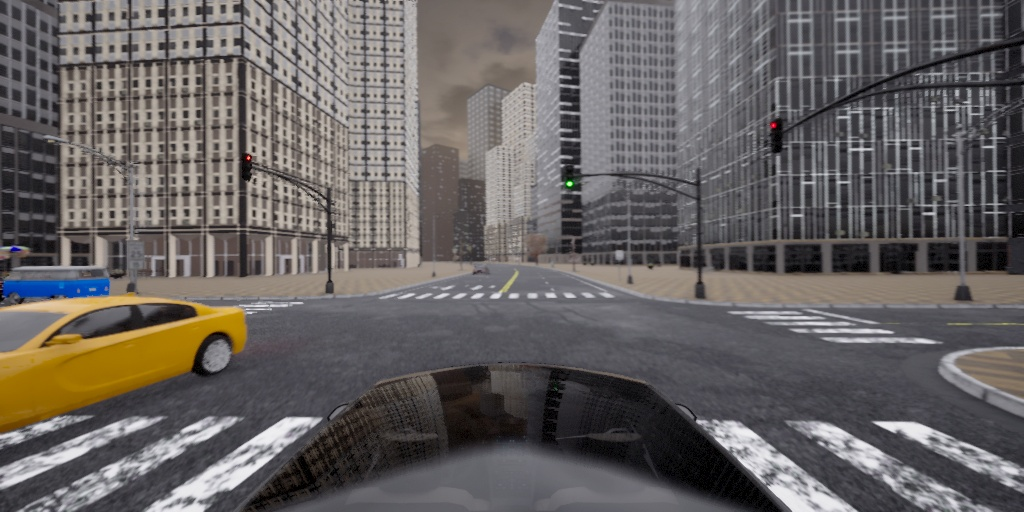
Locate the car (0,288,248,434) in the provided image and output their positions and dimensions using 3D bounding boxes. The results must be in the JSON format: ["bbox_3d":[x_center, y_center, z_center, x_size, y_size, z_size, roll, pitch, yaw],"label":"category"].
[{"bbox_3d":[-6.275,1.351,5.032,1.882,1.535,5.008,-1,-1,3],"label":"car"}]

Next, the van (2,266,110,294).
[{"bbox_3d":[-21.890,1.390,17.268,3.998,1.789,1.690,0,0,4],"label":"van"}]

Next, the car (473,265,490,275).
[{"bbox_3d":[-4.254,1.930,49.948,1.994,1.385,4.181,-1,-1,3],"label":"car"}]

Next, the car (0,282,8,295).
[{"bbox_3d":[-19.313,1.603,11.171,4.718,1.301,1.895,0,0,4],"label":"car"}]
